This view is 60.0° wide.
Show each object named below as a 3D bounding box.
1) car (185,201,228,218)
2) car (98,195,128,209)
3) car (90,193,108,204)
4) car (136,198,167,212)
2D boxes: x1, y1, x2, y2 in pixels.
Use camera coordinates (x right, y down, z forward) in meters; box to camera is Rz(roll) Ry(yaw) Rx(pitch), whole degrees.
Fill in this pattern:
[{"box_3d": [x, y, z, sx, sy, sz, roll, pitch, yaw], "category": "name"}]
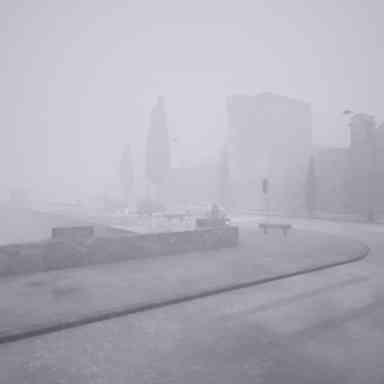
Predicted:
[{"box_3d": [1.141, 1.526, 29.467, 1.812, 1.442, 4.674, 0, 0, -36], "category": "car"}, {"box_3d": [-10.670, 1.548, 46.004, 2.033, 1.411, 5.357, 0, 0, -36], "category": "car"}, {"box_3d": [-17.343, 1.222, 62.499, 2.150, 2.045, 5.566, 0, 0, -36], "category": "car"}, {"box_3d": [-4.677, 1.505, 37.599, 1.837, 1.490, 4.892, 0, 0, -36], "category": "car"}]
